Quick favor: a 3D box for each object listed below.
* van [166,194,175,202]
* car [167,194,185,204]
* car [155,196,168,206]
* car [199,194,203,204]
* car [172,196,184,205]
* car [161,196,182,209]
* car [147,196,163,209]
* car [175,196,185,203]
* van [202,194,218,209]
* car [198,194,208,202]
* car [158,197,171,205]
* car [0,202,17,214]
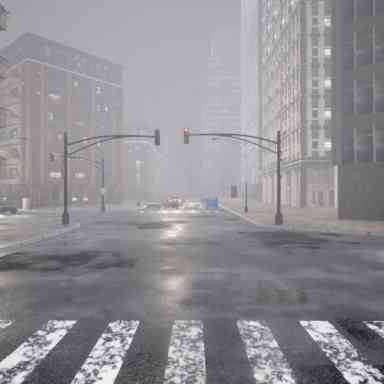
[{"bbox_3d":[-5.126,1.474,79.271,1.690,1.788,3.998,0,0,0],"label":"van"},{"bbox_3d":[-2.696,1.415,54.212,2.097,1.767,4.553,0,0,1],"label":"car"},{"bbox_3d":[-5.178,1.510,57.063,1.967,1.590,4.097,0,0,0],"label":"car"},{"bbox_3d":[2.728,1.644,68.148,1.887,1.381,4.507,0,0,0],"label":"car"},{"bbox_3d":[-2.646,1.580,64.052,2.128,1.511,4.902,0,0,1],"label":"car"},{"bbox_3d":[-2.723,1.644,45.086,1.895,1.301,4.718,0,0,0],"label":"car"},{"bbox_3d":[-5.205,1.570,45.787,1.752,1.417,4.829,0,0,0],"label":"car"},{"bbox_3d":[-2.576,1.669,73.934,1.994,1.385,4.181,0,0,0],"label":"car"},{"bbox_3d":[2.677,1.386,45.939,1.690,1.788,3.998,0,0,0],"label":"van"},{"bbox_3d":[2.765,1.467,84.807,2.192,1.841,5.009,0,0,0],"label":"car"},{"bbox_3d":[-5.166,1.650,62.615,1.947,1.339,4.313,0,0,0],"label":"car"},{"bbox_3d":[-21.059,1.790,36.665,4.718,1.301,1.895,-1,-1,41],"label":"car"}]
